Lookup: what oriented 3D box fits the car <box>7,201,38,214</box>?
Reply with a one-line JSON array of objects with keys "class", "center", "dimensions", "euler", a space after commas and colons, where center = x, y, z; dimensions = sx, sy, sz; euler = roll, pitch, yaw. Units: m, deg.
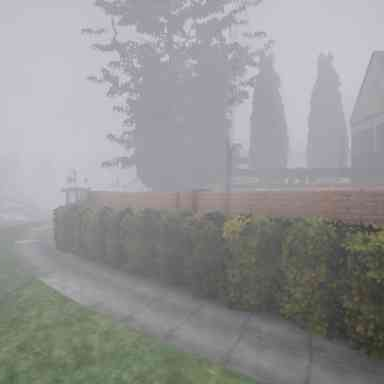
[{"class": "car", "center": [-21.511, 1.899, 42.345], "dimensions": [1.882, 1.535, 5.008], "euler": [0, -1, 1]}]
